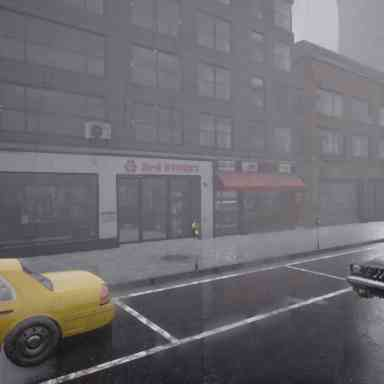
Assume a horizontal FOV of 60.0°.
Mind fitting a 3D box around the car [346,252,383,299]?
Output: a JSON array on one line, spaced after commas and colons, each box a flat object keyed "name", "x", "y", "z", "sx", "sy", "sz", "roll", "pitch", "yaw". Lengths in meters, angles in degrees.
[{"name": "car", "x": 5.423, "y": 1.599, "z": 7.253, "sx": 4.718, "sy": 1.301, "sz": 1.895, "roll": 0, "pitch": 0, "yaw": -35}]

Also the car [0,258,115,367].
[{"name": "car", "x": -3.456, "y": 1.525, "z": 4.197, "sx": 4.829, "sy": 1.417, "sz": 1.752, "roll": 0, "pitch": -1, "yaw": -35}]
